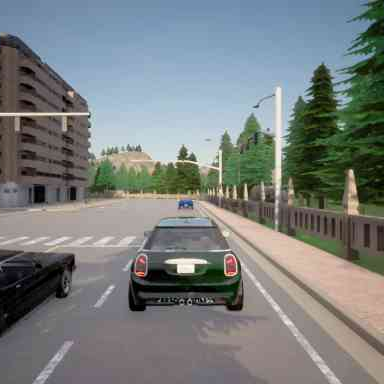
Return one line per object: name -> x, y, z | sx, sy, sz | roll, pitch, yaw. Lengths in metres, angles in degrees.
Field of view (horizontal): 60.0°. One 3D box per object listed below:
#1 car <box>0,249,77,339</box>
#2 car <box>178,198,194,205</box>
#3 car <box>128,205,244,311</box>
car -> -3.537, 1.601, 5.544 | 1.895, 1.301, 4.718 | 0, 0, -1
car -> -0.822, 1.478, 44.296 | 1.882, 1.535, 5.008 | 0, 0, -1
car -> -0.118, 1.352, 7.911 | 2.097, 1.767, 4.553 | 0, 0, 0
